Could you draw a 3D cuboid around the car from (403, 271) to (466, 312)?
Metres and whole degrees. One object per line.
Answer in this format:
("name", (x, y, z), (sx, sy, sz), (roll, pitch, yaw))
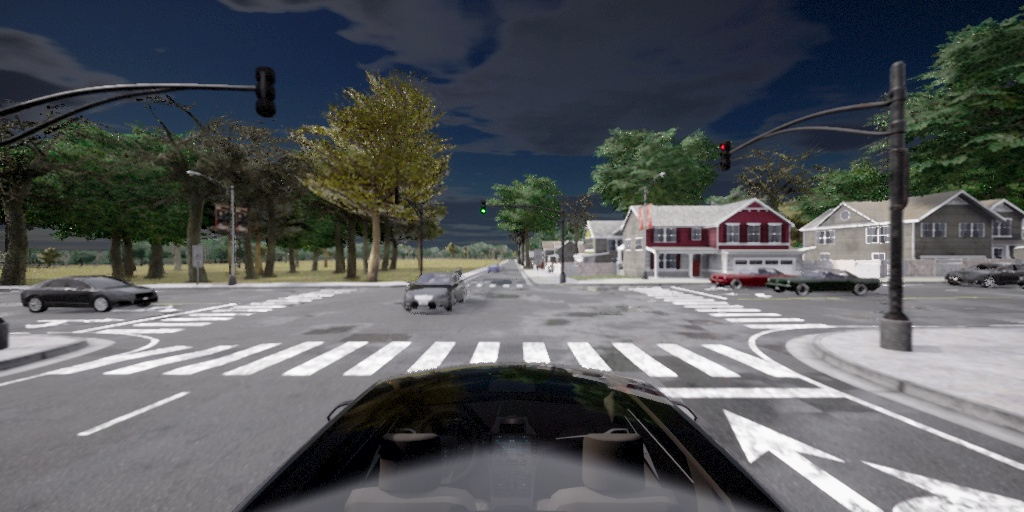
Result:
("car", (-3.134, 1.433, 15.301), (2.128, 1.511, 4.902), (0, 0, 1))

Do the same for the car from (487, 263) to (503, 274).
("car", (-2.763, 1.955, 54.615), (1.812, 1.442, 4.674), (0, 0, 0))

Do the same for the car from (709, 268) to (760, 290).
("car", (14.965, 1.375, 22.302), (4.718, 1.301, 1.895), (0, 0, 1))

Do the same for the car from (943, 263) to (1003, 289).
("car", (29.845, 1.174, 22.164), (4.892, 1.490, 1.837), (-1, 0, 1))

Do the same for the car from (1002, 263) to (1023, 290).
("car", (29.932, 1.184, 18.913), (4.902, 1.511, 2.128), (0, 0, 1))

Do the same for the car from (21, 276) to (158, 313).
("car", (-18.618, 1.639, 15.919), (4.892, 1.490, 1.837), (0, 0, 2))

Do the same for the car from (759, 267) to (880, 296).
("car", (16.289, 1.389, 19.040), (4.718, 1.301, 1.895), (0, 0, 1))
